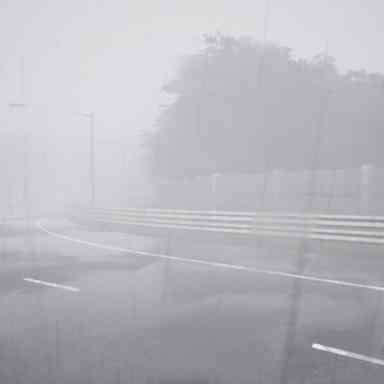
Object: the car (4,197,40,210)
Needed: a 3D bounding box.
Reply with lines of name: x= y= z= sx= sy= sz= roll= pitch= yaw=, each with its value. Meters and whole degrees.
car: x=-24.059 y=1.542 z=47.209 sx=2.128 sy=1.511 sz=4.902 roll=-1 pitch=0 yaw=33
